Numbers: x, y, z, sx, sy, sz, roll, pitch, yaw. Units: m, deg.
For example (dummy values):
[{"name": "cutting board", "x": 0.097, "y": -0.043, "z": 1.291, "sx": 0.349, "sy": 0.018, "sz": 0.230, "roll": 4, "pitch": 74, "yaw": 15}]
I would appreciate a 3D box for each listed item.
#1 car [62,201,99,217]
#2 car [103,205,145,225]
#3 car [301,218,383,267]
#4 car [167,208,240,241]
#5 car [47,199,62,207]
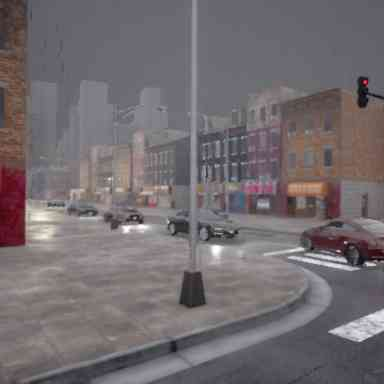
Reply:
[{"name": "car", "x": -11.323, "y": 1.705, "z": 34.211, "sx": 2.033, "sy": 1.411, "sz": 5.357, "roll": 1, "pitch": 0, "yaw": -35}, {"name": "car", "x": -5.280, "y": 1.705, "z": 25.696, "sx": 1.994, "sy": 1.385, "sz": 4.181, "roll": 1, "pitch": 0, "yaw": -35}, {"name": "car", "x": 5.755, "y": 1.658, "z": 11.994, "sx": 1.812, "sy": 1.442, "sz": 4.674, "roll": 1, "pitch": -1, "yaw": -11}, {"name": "car", "x": 0.460, "y": 1.635, "z": 17.631, "sx": 1.837, "sy": 1.490, "sz": 4.892, "roll": 1, "pitch": 0, "yaw": -36}, {"name": "car", "x": -22.470, "y": 1.791, "z": 54.961, "sx": 1.994, "sy": 1.385, "sz": 4.181, "roll": 1, "pitch": 0, "yaw": -35}]
